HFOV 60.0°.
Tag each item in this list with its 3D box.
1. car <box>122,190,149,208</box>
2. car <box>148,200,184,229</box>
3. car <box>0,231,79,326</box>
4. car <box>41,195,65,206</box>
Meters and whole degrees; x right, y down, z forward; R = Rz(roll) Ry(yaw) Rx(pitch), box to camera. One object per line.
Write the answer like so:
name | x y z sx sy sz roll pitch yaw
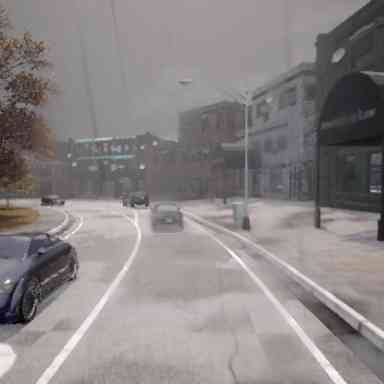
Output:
car | -7.029 0.825 41.297 2.150 2.045 5.566 -1 1 -26
car | -1.632 1.411 20.872 1.812 1.442 4.674 0 1 -9
car | -3.825 1.551 6.917 1.994 1.385 4.181 0 0 -3
car | -19.278 1.140 46.098 2.128 1.511 4.902 -2 2 -43
